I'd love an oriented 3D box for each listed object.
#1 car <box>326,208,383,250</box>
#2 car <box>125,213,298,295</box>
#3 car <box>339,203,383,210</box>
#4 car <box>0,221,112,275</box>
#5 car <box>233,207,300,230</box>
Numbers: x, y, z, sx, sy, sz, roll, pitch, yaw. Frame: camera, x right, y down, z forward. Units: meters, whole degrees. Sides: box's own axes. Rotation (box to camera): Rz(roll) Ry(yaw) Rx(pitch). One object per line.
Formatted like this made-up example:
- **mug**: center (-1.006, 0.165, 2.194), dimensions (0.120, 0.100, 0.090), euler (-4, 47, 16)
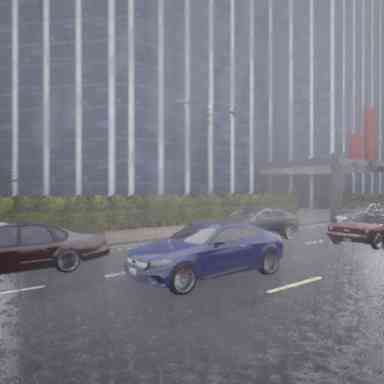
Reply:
- **car**: center (7.828, 1.556, 14.344), dimensions (4.718, 1.301, 1.895), euler (0, 0, -37)
- **car**: center (0.537, 1.500, 8.807), dimensions (4.674, 1.442, 1.812), euler (0, 0, -37)
- **car**: center (10.606, 1.427, 20.806), dimensions (4.902, 1.511, 2.128), euler (0, 0, -37)
- **car**: center (-4.978, 1.525, 9.040), dimensions (5.357, 1.411, 2.033), euler (0, 0, -37)
- **car**: center (2.817, 1.448, 14.944), dimensions (4.902, 1.511, 2.128), euler (0, 0, -37)
